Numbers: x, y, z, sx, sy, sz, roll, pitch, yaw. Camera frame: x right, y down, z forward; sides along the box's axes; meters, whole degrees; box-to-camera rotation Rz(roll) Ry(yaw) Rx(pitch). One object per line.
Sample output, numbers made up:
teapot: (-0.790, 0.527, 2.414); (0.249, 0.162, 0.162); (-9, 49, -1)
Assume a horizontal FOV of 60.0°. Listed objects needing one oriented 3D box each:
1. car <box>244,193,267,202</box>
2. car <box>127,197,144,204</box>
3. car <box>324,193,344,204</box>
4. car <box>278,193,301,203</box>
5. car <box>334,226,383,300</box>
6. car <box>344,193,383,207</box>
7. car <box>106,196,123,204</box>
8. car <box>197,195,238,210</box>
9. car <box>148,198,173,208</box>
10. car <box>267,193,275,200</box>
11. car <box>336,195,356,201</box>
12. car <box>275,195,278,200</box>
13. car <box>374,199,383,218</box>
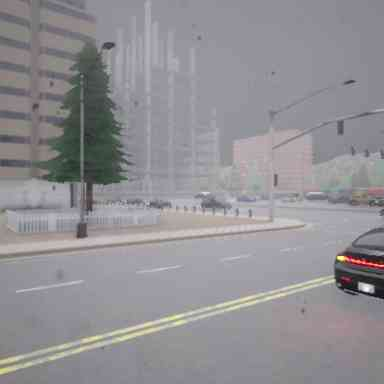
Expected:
car: (15.504, 1.403, 81.291); (1.970, 1.475, 3.806); (0, 0, -36)
car: (-10.490, 1.570, 61.692); (1.994, 1.385, 4.181); (0, 0, -35)
car: (33.283, 1.160, 75.537); (1.932, 1.855, 4.605); (0, 0, -36)
car: (19.581, 1.402, 65.648); (1.970, 1.475, 3.806); (0, 0, -36)
car: (5.171, 1.506, 7.494); (4.892, 1.490, 1.837); (0, 0, -35)
car: (25.138, 1.158, 48.221); (1.932, 1.855, 4.605); (0, 0, -36)
car: (-14.187, 1.364, 60.864); (1.994, 1.385, 4.181); (0, 0, -36)
car: (3.146, 1.508, 42.582); (1.837, 1.490, 4.892); (0, 0, -36)
car: (-4.471, 1.568, 47.190); (1.994, 1.385, 4.181); (0, 0, -36)
car: (17.861, 1.372, 82.972); (1.784, 1.438, 3.905); (0, 0, -36)
car: (35.678, 1.371, 77.167); (1.784, 1.438, 3.905); (0, 0, -36)
car: (20.016, 1.161, 84.572); (1.932, 1.855, 4.605); (0, 0, -36)
car: (17.490, 1.566, 27.098); (1.994, 1.385, 4.181); (0, 0, -13)
